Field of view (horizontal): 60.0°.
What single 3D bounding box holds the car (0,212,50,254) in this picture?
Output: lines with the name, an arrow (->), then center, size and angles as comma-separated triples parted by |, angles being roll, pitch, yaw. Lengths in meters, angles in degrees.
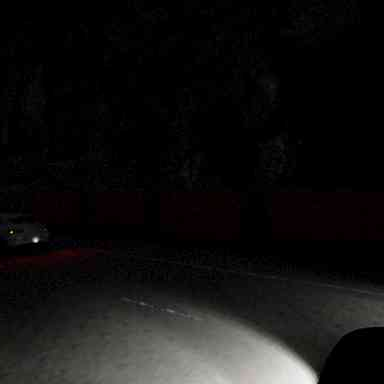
car -> -7.742, 1.577, 13.802 | 4.674, 1.442, 1.812 | 0, 0, 35

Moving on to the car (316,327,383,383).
car -> 2.888, 1.560, 1.947 | 4.181, 1.385, 1.994 | 0, 0, 35
